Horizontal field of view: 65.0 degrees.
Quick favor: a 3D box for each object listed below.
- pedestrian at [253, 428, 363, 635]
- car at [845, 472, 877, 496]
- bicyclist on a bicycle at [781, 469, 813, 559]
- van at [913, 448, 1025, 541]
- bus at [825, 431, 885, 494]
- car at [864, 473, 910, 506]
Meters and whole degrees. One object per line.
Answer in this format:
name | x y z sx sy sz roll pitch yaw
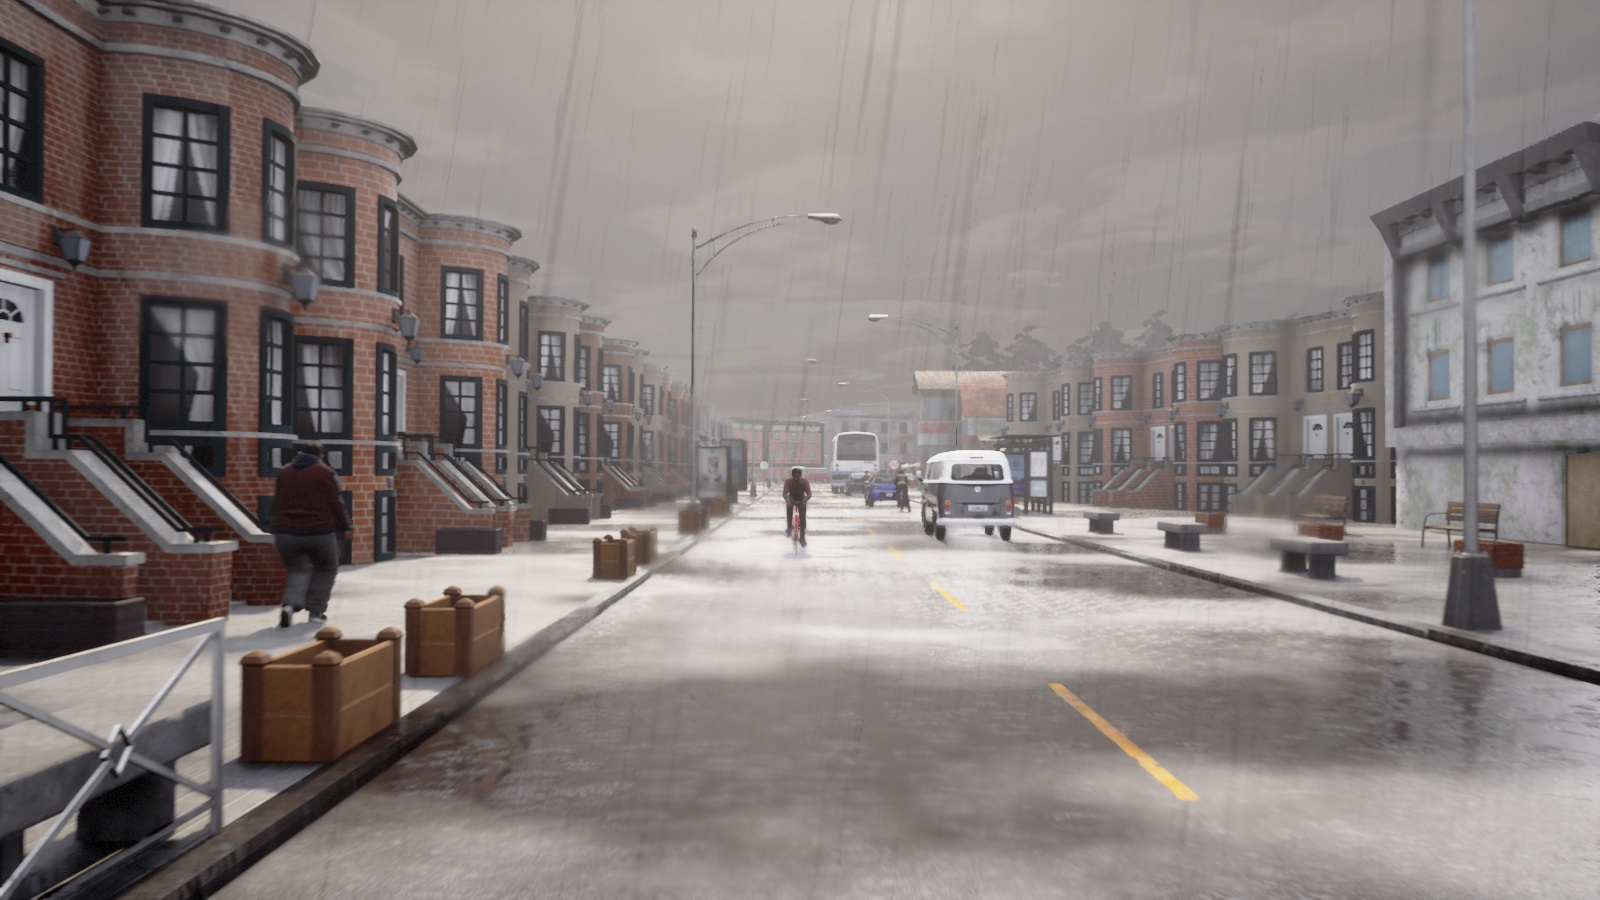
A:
pedestrian | -4.560 0.738 11.689 0.634 1.844 0.899 0 -1 3
car | 3.895 2.156 80.789 1.837 1.490 4.892 0 -1 0
bicyclist on a bicycle | -0.056 1.161 23.466 0.582 1.620 1.656 0 -1 0
van | 3.936 1.024 29.981 2.069 2.038 4.480 0 -1 0
bus | 3.871 0.944 90.882 3.944 4.253 10.273 0 -1 0
car | 3.915 1.770 57.193 1.816 1.474 4.193 0 -1 0
